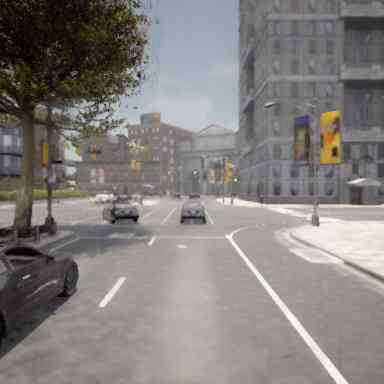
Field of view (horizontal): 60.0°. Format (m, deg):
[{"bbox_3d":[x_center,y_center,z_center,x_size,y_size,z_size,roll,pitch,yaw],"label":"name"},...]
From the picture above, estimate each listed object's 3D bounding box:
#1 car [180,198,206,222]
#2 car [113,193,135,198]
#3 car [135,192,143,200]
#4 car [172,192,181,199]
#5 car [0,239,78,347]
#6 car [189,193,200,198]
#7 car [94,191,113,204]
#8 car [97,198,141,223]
[{"bbox_3d":[0.083,1.411,24.771,2.033,1.411,5.357,0,0,0],"label":"car"},{"bbox_3d":[-11.530,1.166,56.649,1.882,1.535,5.008,0,0,1],"label":"car"},{"bbox_3d":[-11.506,0.895,69.596,2.097,1.767,4.553,0,0,0],"label":"car"},{"bbox_3d":[-3.912,0.860,82.725,1.837,1.490,4.892,0,0,-8],"label":"car"},{"bbox_3d":[-3.443,1.495,5.456,1.812,1.442,4.674,0,0,0],"label":"car"},{"bbox_3d":[0.658,0.957,82.754,1.837,1.490,4.892,0,0,20],"label":"car"},{"bbox_3d":[-15.019,0.908,57.173,2.150,2.045,5.566,0,0,0],"label":"car"},{"bbox_3d":[-5.362,1.413,24.455,2.033,1.411,5.357,0,0,-24],"label":"car"}]
